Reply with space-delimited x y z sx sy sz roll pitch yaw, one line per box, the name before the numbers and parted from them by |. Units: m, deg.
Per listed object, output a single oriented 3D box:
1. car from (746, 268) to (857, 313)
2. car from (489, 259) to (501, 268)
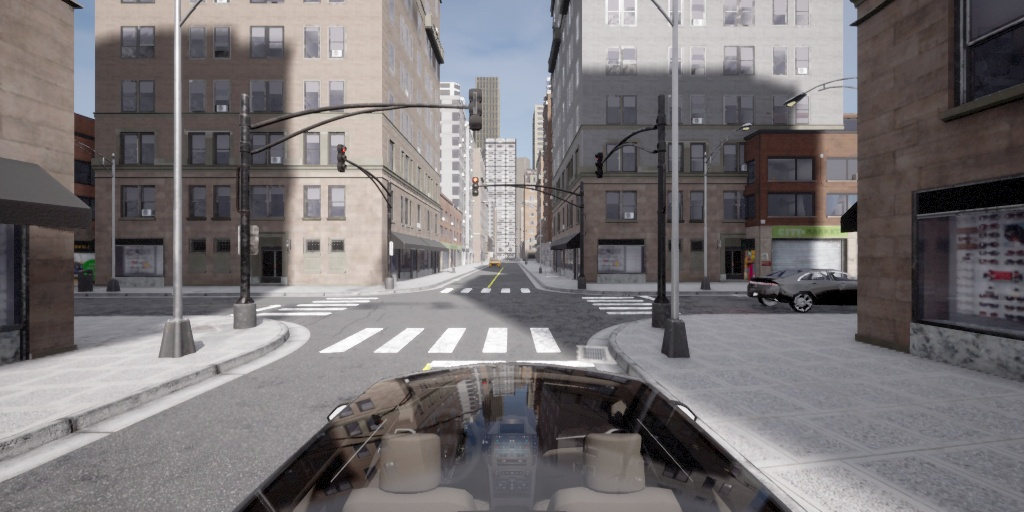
car | 11.429 1.209 13.264 4.902 1.511 2.128 0 0 0
car | -2.993 1.207 62.949 1.882 1.535 5.008 0 0 0
